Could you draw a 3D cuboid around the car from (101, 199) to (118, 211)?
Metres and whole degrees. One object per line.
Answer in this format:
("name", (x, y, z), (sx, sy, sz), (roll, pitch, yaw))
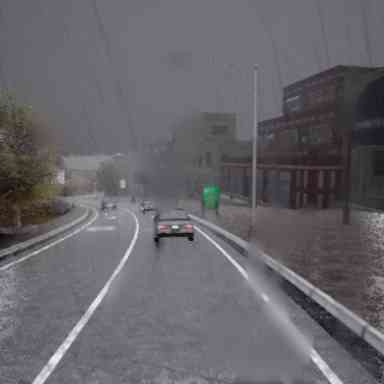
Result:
("car", (-10.891, 1.617, 43.595), (2.128, 1.511, 4.902), (-2, 0, -18))

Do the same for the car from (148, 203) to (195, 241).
("car", (-1.016, 1.520, 16.522), (2.033, 1.411, 5.357), (-1, 0, -7))

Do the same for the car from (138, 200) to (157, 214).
("car", (-4.689, 1.524, 35.720), (2.033, 1.411, 5.357), (-2, 0, -15))
